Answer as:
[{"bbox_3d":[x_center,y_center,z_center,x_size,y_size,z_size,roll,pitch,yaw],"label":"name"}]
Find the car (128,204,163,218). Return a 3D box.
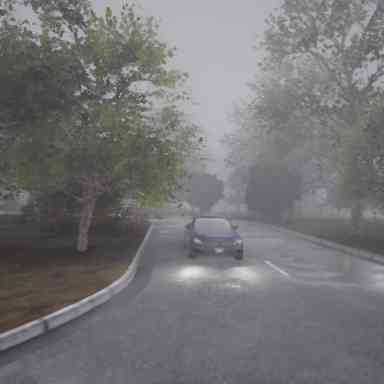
[{"bbox_3d":[-4.925,1.873,32.686,4.181,1.385,1.994,0,-2,31],"label":"car"}]

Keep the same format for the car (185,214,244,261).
[{"bbox_3d":[0.705,1.610,12.822,1.812,1.442,4.674,1,-1,-4],"label":"car"}]
